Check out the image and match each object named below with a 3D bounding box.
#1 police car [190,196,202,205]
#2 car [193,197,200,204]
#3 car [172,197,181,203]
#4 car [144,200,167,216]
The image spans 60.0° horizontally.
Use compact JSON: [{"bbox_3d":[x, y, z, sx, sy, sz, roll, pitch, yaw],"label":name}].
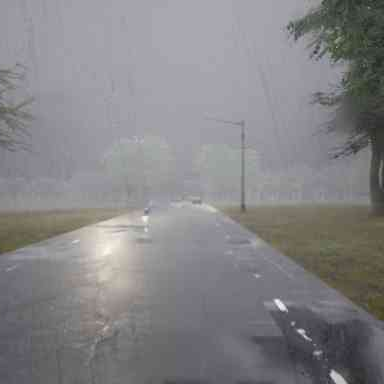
[{"bbox_3d":[1.046,1.842,70.200,1.930,1.638,5.238,0,-1,0],"label":"police car"},{"bbox_3d":[1.045,2.065,80.089,1.837,1.490,4.892,0,-1,0],"label":"car"},{"bbox_3d":[-3.505,1.852,73.729,1.895,1.301,4.718,0,-1,0],"label":"car"},{"bbox_3d":[-3.596,1.541,33.291,1.812,1.442,4.674,0,0,0],"label":"car"}]
